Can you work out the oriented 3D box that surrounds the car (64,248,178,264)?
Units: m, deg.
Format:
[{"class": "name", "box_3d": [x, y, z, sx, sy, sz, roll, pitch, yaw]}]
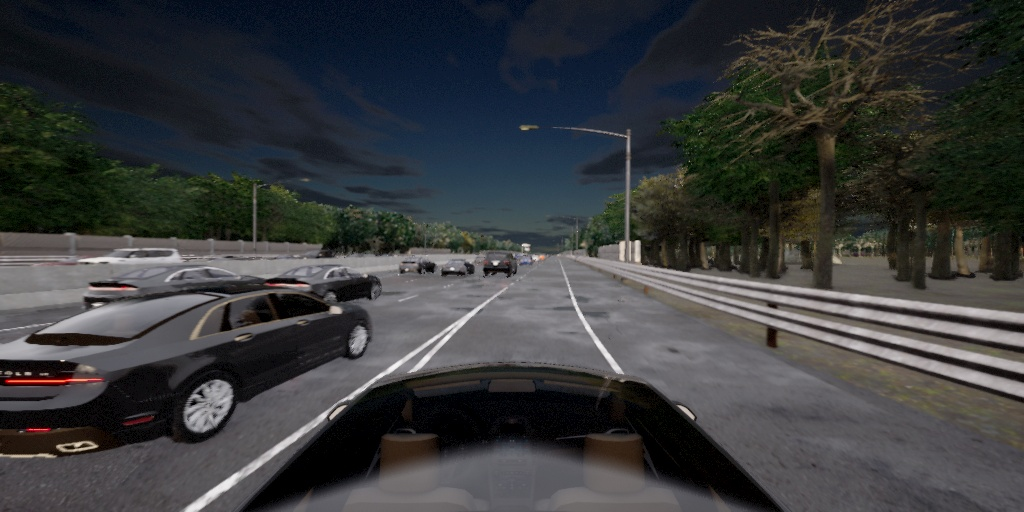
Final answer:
[{"class": "car", "box_3d": [-26.245, 0.461, 24.879, 2.150, 2.045, 5.566, 1, 1, 7]}]

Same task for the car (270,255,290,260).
[{"class": "car", "box_3d": [-27.421, 0.589, 43.393, 1.994, 1.385, 4.181, 1, 1, 8]}]

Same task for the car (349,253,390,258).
[{"class": "car", "box_3d": [-16.920, 0.485, 42.825, 2.097, 1.767, 4.553, 1, 1, 8]}]

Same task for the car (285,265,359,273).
[{"class": "car", "box_3d": [-6.497, 1.055, 12.858, 2.128, 1.511, 4.902, 1, 1, 7]}]

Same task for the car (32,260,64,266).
[{"class": "car", "box_3d": [-29.751, 0.682, 25.042, 1.882, 1.535, 5.008, 1, 1, 7]}]

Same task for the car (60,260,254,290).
[{"class": "car", "box_3d": [-10.193, 1.034, 11.507, 2.128, 1.511, 4.902, 1, 1, 7]}]

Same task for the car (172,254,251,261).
[{"class": "car", "box_3d": [-19.293, 0.821, 24.092, 1.837, 1.490, 4.892, 1, 1, 7]}]

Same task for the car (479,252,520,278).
[{"class": "car", "box_3d": [-0.896, 0.657, 29.424, 2.150, 2.045, 5.566, 1, 1, 7]}]

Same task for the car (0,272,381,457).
[{"class": "car", "box_3d": [-3.918, 1.178, 5.282, 1.837, 1.490, 4.892, 1, 1, 7]}]

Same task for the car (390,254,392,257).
[{"class": "car", "box_3d": [-21.558, 0.419, 61.636, 1.812, 1.442, 4.674, 1, 1, 7]}]

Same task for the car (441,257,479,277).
[{"class": "car", "box_3d": [-4.378, 0.962, 29.803, 1.994, 1.385, 4.181, 1, 1, 7]}]

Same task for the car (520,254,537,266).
[{"class": "car", "box_3d": [2.331, 0.738, 55.235, 2.033, 1.411, 5.357, 1, 1, 7]}]

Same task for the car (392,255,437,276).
[{"class": "car", "box_3d": [-7.848, 0.851, 30.250, 2.128, 1.511, 4.902, 1, 1, 7]}]

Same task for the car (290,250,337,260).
[{"class": "car", "box_3d": [-23.833, 0.277, 43.861, 2.150, 2.045, 5.566, 1, 1, 8]}]
